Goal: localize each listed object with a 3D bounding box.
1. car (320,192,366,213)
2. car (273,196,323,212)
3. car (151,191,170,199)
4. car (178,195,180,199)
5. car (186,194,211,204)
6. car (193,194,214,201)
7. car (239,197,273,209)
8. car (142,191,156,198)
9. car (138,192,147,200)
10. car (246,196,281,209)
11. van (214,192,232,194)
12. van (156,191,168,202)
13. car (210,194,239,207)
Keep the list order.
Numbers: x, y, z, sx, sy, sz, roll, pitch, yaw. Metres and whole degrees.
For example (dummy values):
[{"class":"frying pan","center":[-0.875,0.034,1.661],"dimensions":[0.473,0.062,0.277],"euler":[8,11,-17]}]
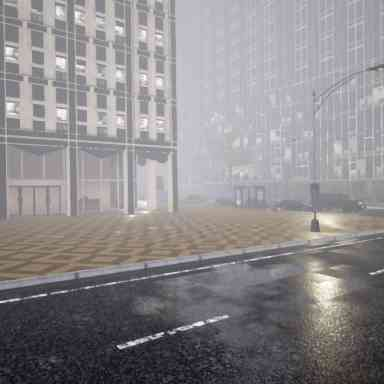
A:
[{"class":"car","center":[15.153,1.063,34.833],"dimensions":[2.150,2.045,5.566],"euler":[-1,1,-35]},{"class":"car","center":[11.297,1.423,35.665],"dimensions":[1.947,1.339,4.313],"euler":[0,1,-35]},{"class":"car","center":[-7.468,0.614,77.941],"dimensions":[2.192,1.841,5.009],"euler":[0,1,-35]},{"class":"car","center":[-4.245,0.935,73.263],"dimensions":[1.802,1.307,4.206],"euler":[0,1,-35]},{"class":"car","center":[0.786,1.114,55.772],"dimensions":[1.837,1.490,4.892],"euler":[-1,1,-34]},{"class":"car","center":[2.199,1.043,63.898],"dimensions":[1.802,1.307,4.206],"euler":[0,1,-35]},{"class":"car","center":[8.089,1.388,40.359],"dimensions":[1.802,1.307,4.206],"euler":[0,1,-35]},{"class":"car","center":[-10.690,0.685,82.625],"dimensions":[1.967,1.590,4.097],"euler":[0,1,-35]},{"class":"car","center":[-11.150,1.039,68.513],"dimensions":[2.008,1.369,4.403],"euler":[0,1,-35]},{"class":"car","center":[9.302,1.310,43.349],"dimensions":[1.994,1.385,4.181],"euler":[-1,1,-34]},{"class":"van","center":[5.420,0.855,59.213],"dimensions":[1.690,1.788,3.998],"euler":[0,1,-35]},{"class":"van","center":[-4.705,0.937,59.146],"dimensions":[1.690,1.788,3.998],"euler":[0,1,-35]},{"class":"car","center":[4.915,1.319,45.074],"dimensions":[1.947,1.339,4.313],"euler":[0,1,-35]}]
